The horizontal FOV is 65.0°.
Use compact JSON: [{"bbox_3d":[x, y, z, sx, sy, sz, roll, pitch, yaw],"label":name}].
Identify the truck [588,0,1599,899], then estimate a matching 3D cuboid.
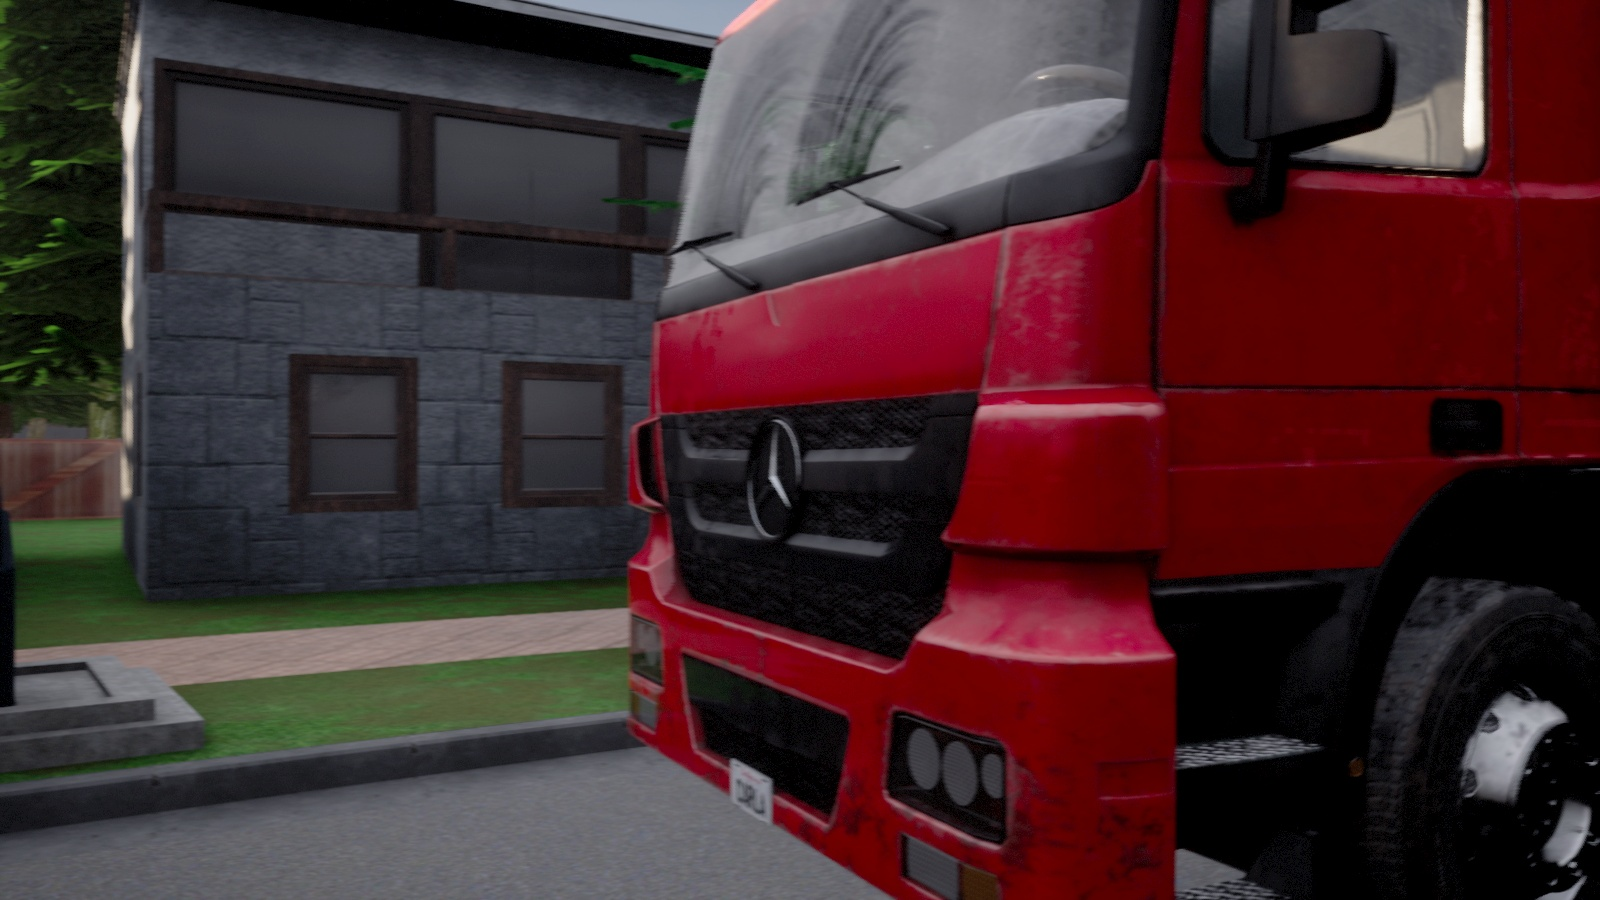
[{"bbox_3d":[3.342,-0.233,5.556,7.936,3.462,2.891,0,0,-27],"label":"truck"}]
